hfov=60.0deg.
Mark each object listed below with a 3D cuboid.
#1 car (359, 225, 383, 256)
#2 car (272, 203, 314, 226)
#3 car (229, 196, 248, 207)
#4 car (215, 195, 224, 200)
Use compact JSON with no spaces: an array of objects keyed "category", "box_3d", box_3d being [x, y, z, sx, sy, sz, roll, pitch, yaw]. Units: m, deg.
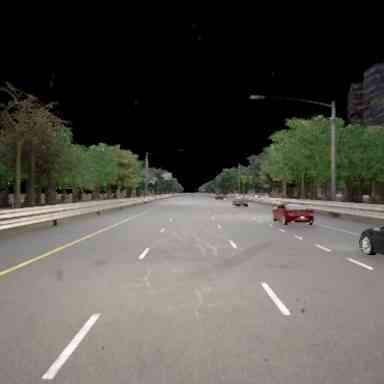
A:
[{"category":"car","box_3d":[7.008,1.507,10.174,1.837,1.490,4.892,0,0,0]},{"category":"car","box_3d":[7.035,1.496,23.628,1.882,1.535,5.008,0,0,0]},{"category":"car","box_3d":[7.101,1.600,49.761,1.895,1.301,4.718,0,0,0]},{"category":"car","box_3d":[7.410,1.494,92.686,1.837,1.490,4.892,0,0,5]}]
